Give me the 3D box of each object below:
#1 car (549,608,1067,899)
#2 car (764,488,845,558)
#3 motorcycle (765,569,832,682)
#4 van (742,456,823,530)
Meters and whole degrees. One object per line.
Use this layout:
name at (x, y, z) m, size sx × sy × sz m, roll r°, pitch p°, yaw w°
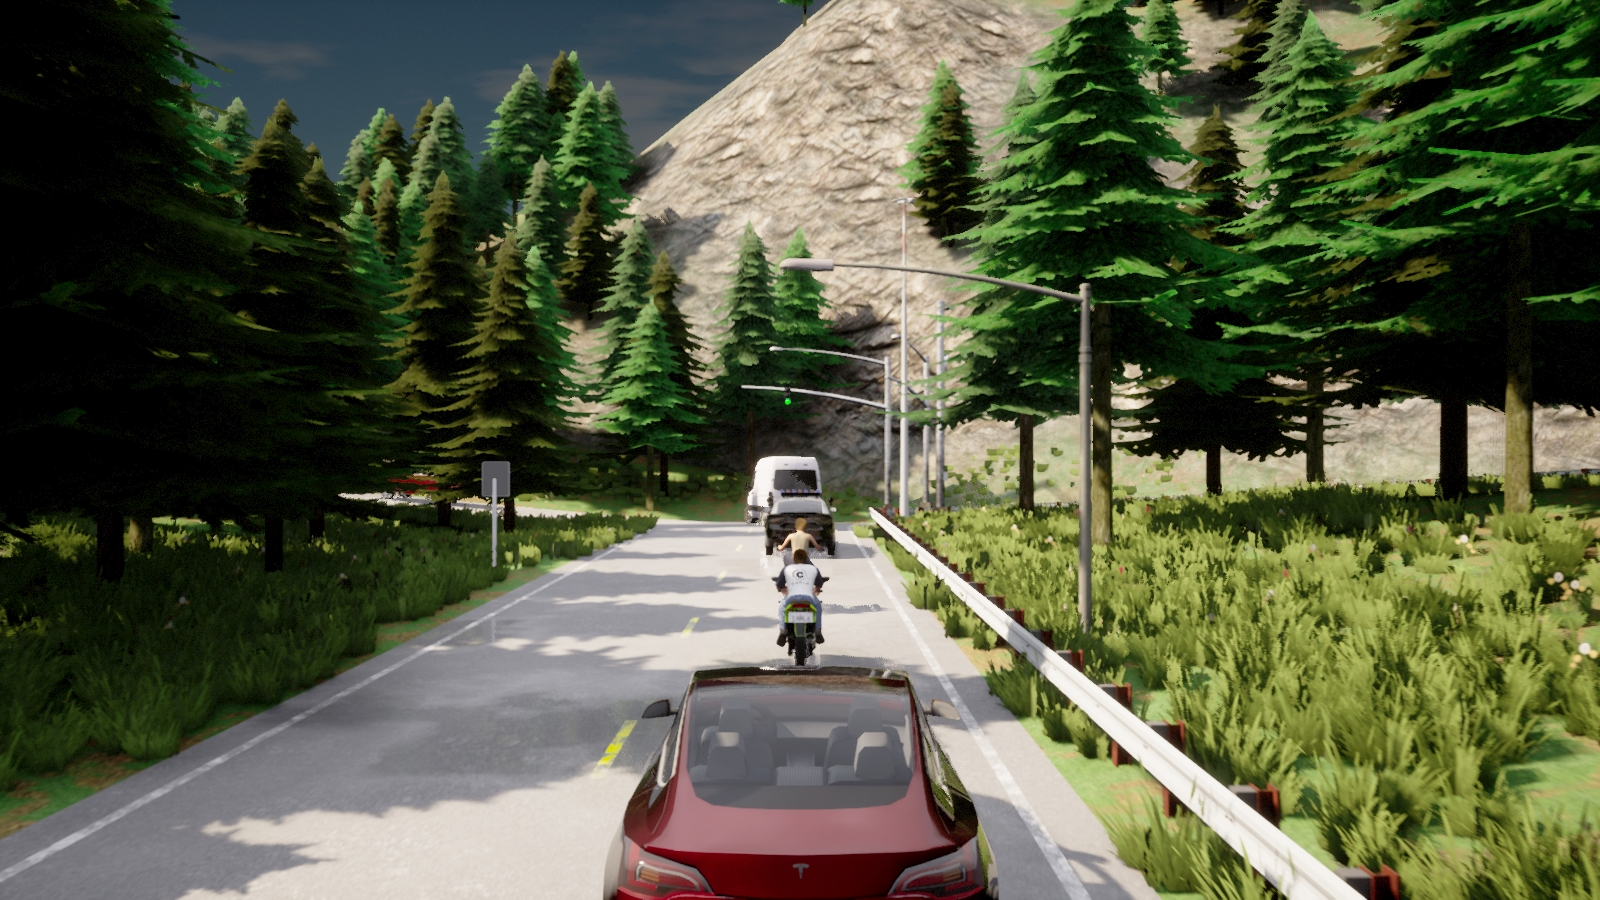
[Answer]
car at (0.034, 2.063, 7.163) m, size 2.163 × 1.488 × 4.792 m, roll 0°, pitch 0°, yaw 0°
car at (0.119, 1.984, 32.192) m, size 2.097 × 1.638 × 5.238 m, roll 0°, pitch 0°, yaw 0°
motorcycle at (-0.014, 2.214, 14.743) m, size 0.803 × 1.145 × 2.033 m, roll 0°, pitch 0°, yaw 0°
van at (-0.745, 1.573, 42.983) m, size 1.988 × 2.561 × 5.915 m, roll 1°, pitch -1°, yaw -11°
